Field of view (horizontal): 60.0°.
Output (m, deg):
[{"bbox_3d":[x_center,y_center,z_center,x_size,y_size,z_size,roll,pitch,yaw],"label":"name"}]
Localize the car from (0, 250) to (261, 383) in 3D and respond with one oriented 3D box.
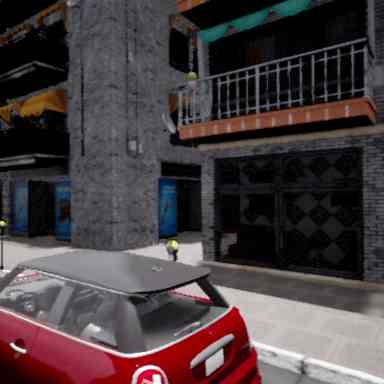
[{"bbox_3d":[-1.394,1.419,3.882,4.097,1.590,1.967,0,-1,35],"label":"car"}]
